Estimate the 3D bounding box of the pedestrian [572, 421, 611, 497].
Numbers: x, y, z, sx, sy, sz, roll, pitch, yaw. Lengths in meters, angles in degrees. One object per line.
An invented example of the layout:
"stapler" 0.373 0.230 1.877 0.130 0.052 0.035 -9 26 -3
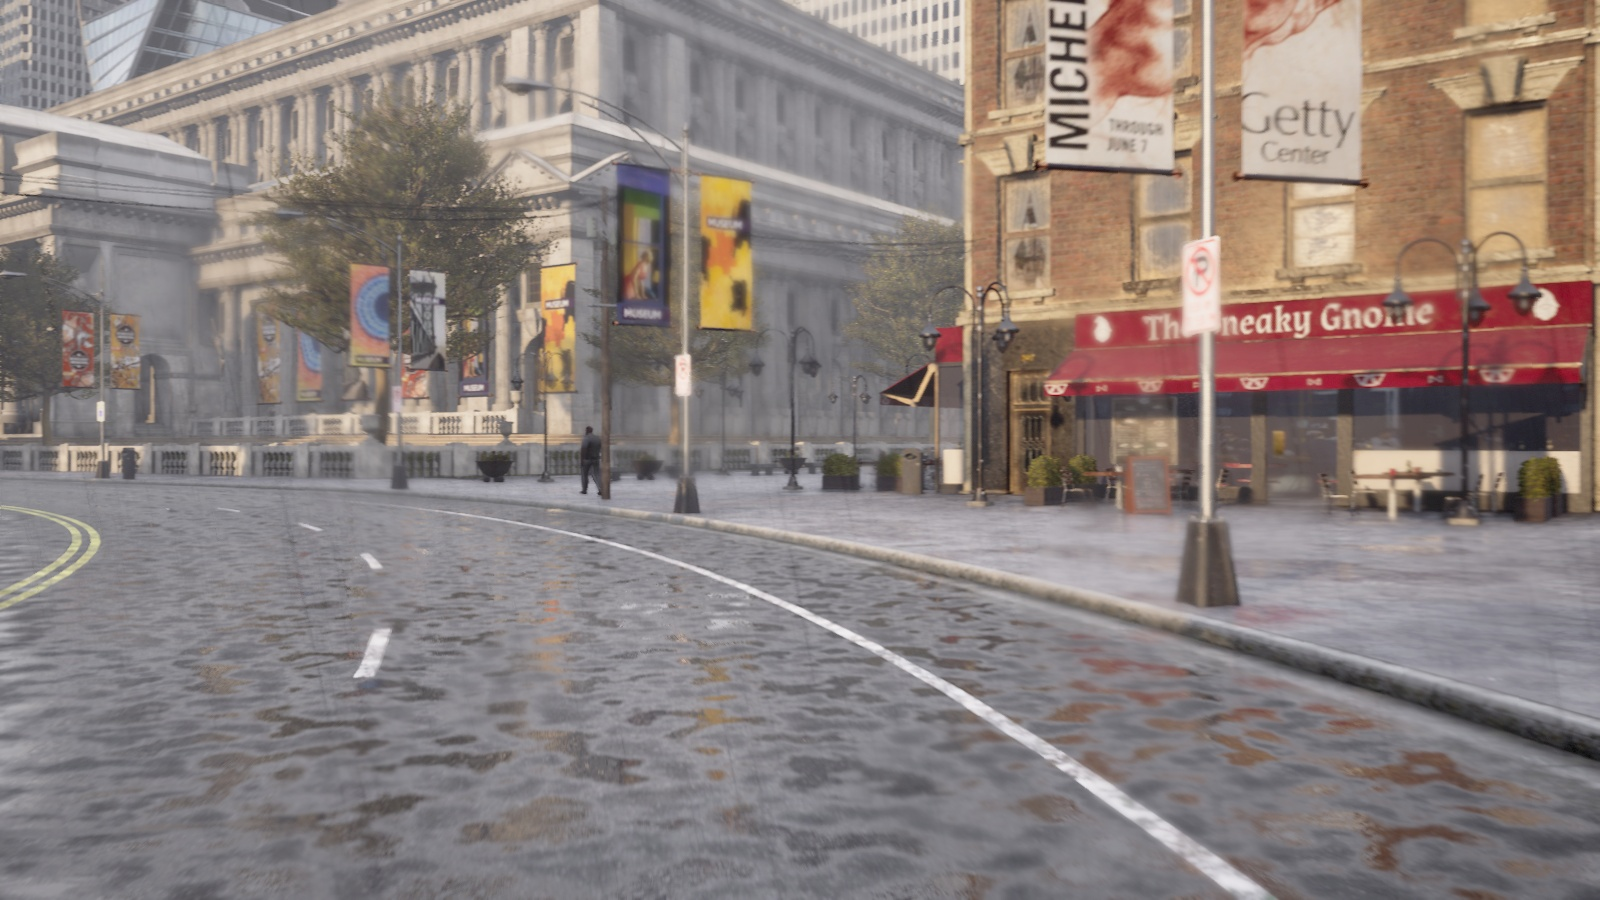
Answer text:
"pedestrian" -5.312 0.224 31.974 0.849 1.883 0.563 0 0 44
